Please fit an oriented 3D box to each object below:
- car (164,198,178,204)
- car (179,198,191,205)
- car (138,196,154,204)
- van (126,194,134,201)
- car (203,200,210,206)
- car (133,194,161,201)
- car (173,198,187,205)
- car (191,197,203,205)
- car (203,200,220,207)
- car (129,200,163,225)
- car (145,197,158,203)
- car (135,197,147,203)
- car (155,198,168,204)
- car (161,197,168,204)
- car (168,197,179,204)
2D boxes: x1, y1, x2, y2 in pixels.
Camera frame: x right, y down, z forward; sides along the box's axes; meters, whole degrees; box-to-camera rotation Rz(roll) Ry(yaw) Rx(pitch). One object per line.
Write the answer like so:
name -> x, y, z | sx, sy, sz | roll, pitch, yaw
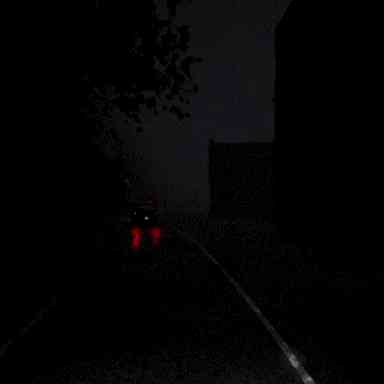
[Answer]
car -> -5.847, 2.512, 91.963 | 1.946, 1.575, 5.366 | 4, -2, -24
car -> -2.923, 2.268, 78.736 | 2.097, 1.535, 5.008 | 4, -2, -24
car -> -10.522, 1.750, 75.318 | 2.163, 1.488, 4.792 | 4, -2, -24
van -> -15.879, 1.572, 87.145 | 1.878, 1.987, 4.442 | 4, -1, -24
car -> 2.168, 2.597, 81.007 | 2.231, 1.521, 4.892 | 3, -2, -24
car -> -5.617, 1.422, 42.338 | 2.150, 2.045, 5.566 | 0, -1, 0
car -> -3.299, 2.672, 93.101 | 1.946, 1.575, 5.366 | 4, -2, -24
car -> -0.377, 2.186, 79.911 | 2.435, 2.045, 5.566 | 4, -2, -24
car -> 4.710, 2.774, 82.117 | 2.163, 1.488, 4.792 | 3, -2, -24
car -> -3.540, 1.555, 24.546 | 1.812, 1.442, 4.674 | 0, 0, -12
car -> -10.974, 2.199, 89.475 | 2.002, 1.452, 4.674 | 4, -2, -24
car -> -13.511, 2.014, 88.342 | 2.002, 1.452, 4.674 | 4, -2, -24
car -> -8.330, 2.375, 90.683 | 2.163, 1.488, 4.792 | 4, -2, -24
car -> -8.010, 1.936, 76.503 | 2.163, 1.488, 4.792 | 4, -2, -24
car -> -5.463, 1.966, 77.643 | 2.185, 1.767, 4.553 | 4, -2, -24
